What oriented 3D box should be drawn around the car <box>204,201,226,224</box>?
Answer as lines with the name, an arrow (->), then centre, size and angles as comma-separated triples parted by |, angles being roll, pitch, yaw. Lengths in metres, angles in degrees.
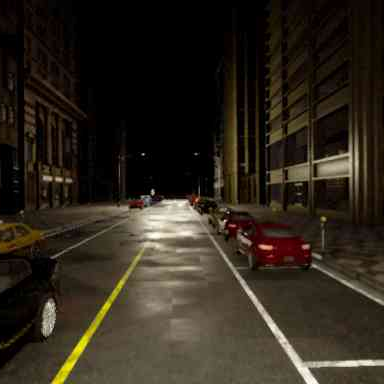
car -> 2.016, 1.526, 22.040 | 1.752, 1.417, 4.829 | 0, 0, -2

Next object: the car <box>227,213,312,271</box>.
car -> 2.426, 1.571, 10.641 | 1.802, 1.307, 4.206 | 0, 0, -2

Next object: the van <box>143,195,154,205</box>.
van -> -7.709, 1.454, 55.239 | 1.690, 1.788, 3.998 | 0, 0, -2

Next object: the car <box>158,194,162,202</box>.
car -> -8.514, 1.731, 77.698 | 1.802, 1.307, 4.206 | 0, 0, -2

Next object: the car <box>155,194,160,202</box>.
car -> -8.111, 1.696, 66.469 | 1.947, 1.339, 4.313 | 0, 0, -2

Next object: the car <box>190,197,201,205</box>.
car -> 0.610, 1.624, 61.177 | 1.947, 1.339, 4.313 | 0, 0, -2

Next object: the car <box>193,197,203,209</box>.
car -> 1.417, 1.569, 38.716 | 1.887, 1.381, 4.507 | 0, 0, -2

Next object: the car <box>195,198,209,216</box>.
car -> 1.619, 1.582, 33.101 | 1.947, 1.339, 4.313 | 0, 0, -2

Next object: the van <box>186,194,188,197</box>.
van -> 0.204, 1.417, 72.408 | 1.690, 1.788, 3.998 | 0, 0, -2

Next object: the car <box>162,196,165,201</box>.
car -> -8.719, 1.474, 83.313 | 2.192, 1.841, 5.009 | 0, 0, -2

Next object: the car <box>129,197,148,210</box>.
car -> -7.304, 1.679, 44.010 | 1.802, 1.307, 4.206 | 0, 0, -2

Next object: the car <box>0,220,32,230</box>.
car -> -6.087, 1.578, 10.152 | 1.752, 1.417, 4.829 | 0, 0, -2

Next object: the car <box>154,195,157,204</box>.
car -> -7.909, 1.666, 60.854 | 1.887, 1.381, 4.507 | 0, 0, -2

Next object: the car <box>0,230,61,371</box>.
car -> -3.089, 1.503, 3.646 | 1.882, 1.535, 5.008 | 0, 0, -2

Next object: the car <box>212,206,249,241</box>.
car -> 2.225, 1.576, 16.255 | 1.802, 1.307, 4.206 | 0, 0, -2

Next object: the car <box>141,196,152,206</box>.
car -> -7.505, 1.671, 49.625 | 1.947, 1.339, 4.313 | 0, 0, -2

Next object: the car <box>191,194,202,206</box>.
car -> 1.214, 1.473, 44.331 | 1.967, 1.590, 4.097 | 0, 0, -2

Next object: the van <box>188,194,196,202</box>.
van -> 0.002, 1.427, 78.022 | 1.690, 1.788, 3.998 | 0, 0, -2

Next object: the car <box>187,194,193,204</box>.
car -> 0.809, 1.365, 55.562 | 2.192, 1.841, 5.009 | 0, 0, -2
